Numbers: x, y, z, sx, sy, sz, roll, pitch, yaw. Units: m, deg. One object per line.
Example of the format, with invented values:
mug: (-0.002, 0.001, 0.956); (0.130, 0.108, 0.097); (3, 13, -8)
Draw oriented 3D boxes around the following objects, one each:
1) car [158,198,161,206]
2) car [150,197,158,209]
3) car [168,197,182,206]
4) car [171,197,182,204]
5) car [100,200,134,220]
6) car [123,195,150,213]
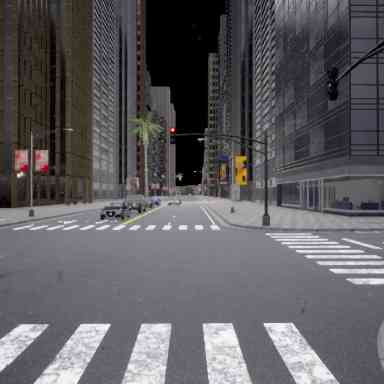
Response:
car: (-6.613, 1.659, 58.518); (1.882, 1.535, 5.008); (0, 0, 0)
car: (-6.645, 1.488, 48.379); (2.097, 1.767, 4.553); (0, 0, 0)
car: (-3.219, 1.788, 59.796); (1.895, 1.301, 4.718); (0, 0, 0)
car: (-3.229, 1.796, 69.692); (1.994, 1.385, 4.181); (0, 0, 0)
car: (-6.631, 1.630, 29.126); (1.994, 1.385, 4.181); (0, 0, 0)
car: (-6.642, 1.318, 38.450); (2.150, 2.045, 5.566); (0, 0, 0)
